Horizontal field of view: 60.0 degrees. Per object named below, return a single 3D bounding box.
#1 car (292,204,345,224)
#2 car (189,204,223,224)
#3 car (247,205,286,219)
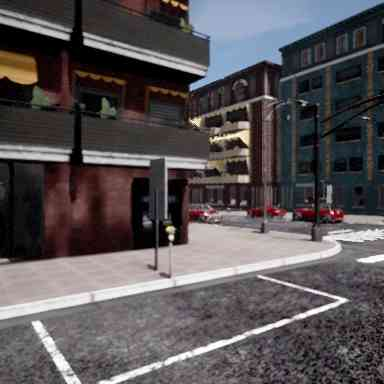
[{"bbox_3d":[10.383,1.699,27.751,1.967,1.590,4.097,-1,0,-35],"label":"car"},{"bbox_3d":[0.751,1.734,27.744,1.967,1.590,4.097,-1,0,-35],"label":"car"},{"bbox_3d":[7.194,1.909,32.290,1.802,1.307,4.206,-1,0,-35],"label":"car"}]
